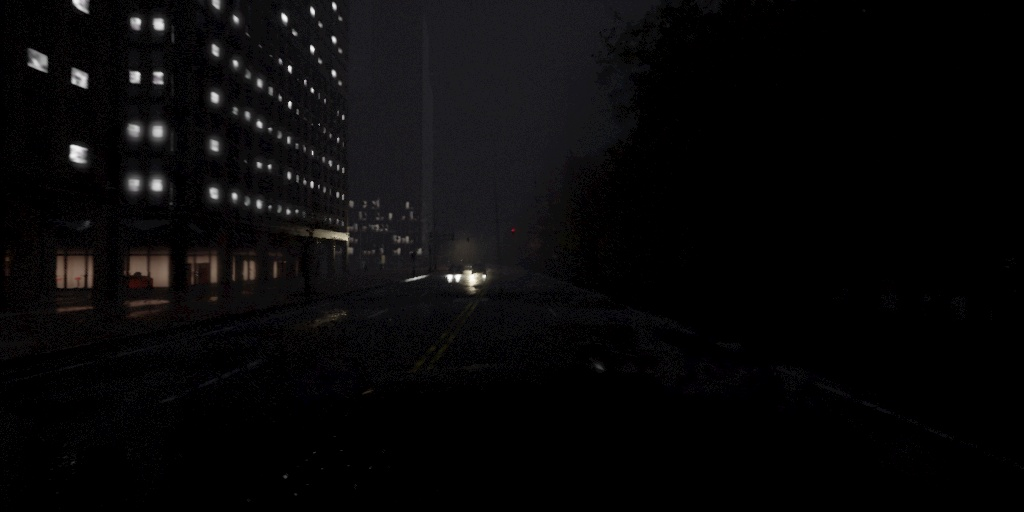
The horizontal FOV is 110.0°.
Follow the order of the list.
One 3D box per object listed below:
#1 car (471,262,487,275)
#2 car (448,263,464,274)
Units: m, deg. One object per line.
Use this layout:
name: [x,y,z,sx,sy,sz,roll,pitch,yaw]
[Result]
car: [-4.468,1.733,48.559,1.882,1.535,5.008,0,-1,-2]
car: [-7.790,1.775,50.293,2.128,1.511,4.902,0,-1,-3]
